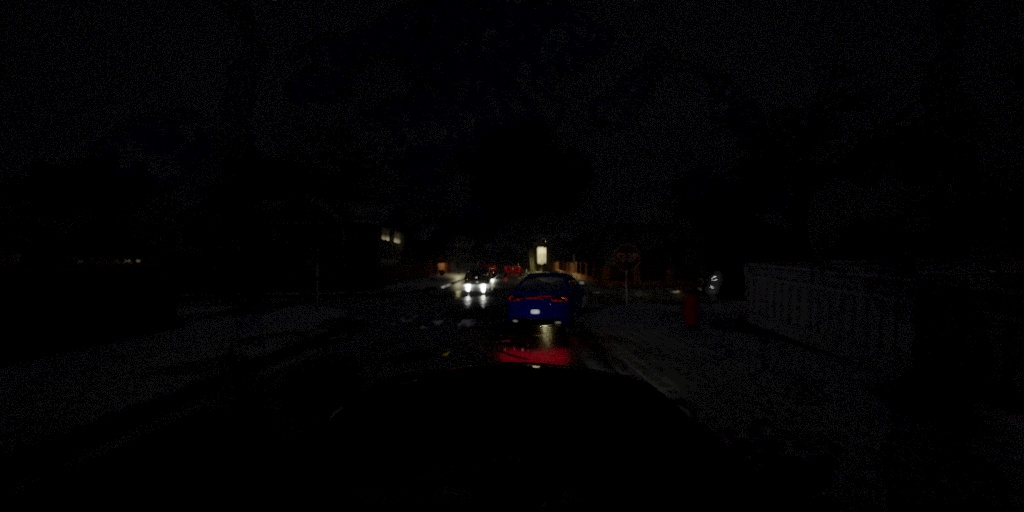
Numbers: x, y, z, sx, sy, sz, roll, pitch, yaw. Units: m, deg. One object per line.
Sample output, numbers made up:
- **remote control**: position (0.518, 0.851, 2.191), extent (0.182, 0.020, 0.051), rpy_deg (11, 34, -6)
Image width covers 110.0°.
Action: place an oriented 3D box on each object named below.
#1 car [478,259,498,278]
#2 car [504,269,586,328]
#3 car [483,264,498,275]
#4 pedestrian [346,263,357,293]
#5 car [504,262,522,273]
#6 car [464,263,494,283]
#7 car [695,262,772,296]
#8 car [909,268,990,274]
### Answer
- **car**: position (-2.860, 1.328, 40.118), extent (2.150, 2.045, 5.566), rpy_deg (0, -1, 0)
- **car**: position (1.291, 1.262, 11.820), extent (1.882, 1.535, 5.008), rpy_deg (-1, 1, 16)
- **car**: position (-3.001, 1.815, 50.056), extent (1.994, 1.385, 4.181), rpy_deg (0, -1, -2)
- **pedestrian**: position (-9.672, 1.287, 21.574), extent (0.375, 1.860, 0.375), rpy_deg (0, -2, 1)
- **car**: position (0.096, 1.512, 44.099), extent (2.097, 1.767, 4.553), rpy_deg (0, -1, 0)
- **car**: position (-2.850, 1.557, 30.656), extent (1.994, 1.385, 4.181), rpy_deg (0, -1, 0)
- **car**: position (11.893, 1.098, 18.383), extent (4.553, 1.767, 2.097), rpy_deg (-1, -2, 1)
- **car**: position (21.842, 1.148, 18.265), extent (4.674, 1.442, 1.812), rpy_deg (-1, -2, 1)
